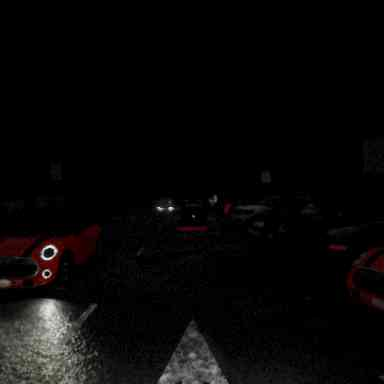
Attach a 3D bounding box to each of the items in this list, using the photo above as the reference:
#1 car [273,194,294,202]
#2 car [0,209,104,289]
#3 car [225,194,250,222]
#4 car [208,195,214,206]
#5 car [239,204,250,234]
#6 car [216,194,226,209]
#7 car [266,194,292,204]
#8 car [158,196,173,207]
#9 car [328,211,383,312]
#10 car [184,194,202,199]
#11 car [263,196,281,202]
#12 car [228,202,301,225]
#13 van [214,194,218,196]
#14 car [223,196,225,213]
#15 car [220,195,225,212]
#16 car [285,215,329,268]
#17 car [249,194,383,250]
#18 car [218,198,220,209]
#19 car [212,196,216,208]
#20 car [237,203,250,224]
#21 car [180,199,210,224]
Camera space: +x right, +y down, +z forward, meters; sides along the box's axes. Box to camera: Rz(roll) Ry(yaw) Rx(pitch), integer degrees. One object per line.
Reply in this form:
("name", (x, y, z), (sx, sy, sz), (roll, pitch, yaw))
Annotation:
("car", (23.981, 1.484, 87.709), (2.435, 2.045, 5.566), (0, -1, -21))
("car", (-4.000, 1.356, 9.322), (2.097, 1.767, 4.553), (0, 0, 0))
("car", (5.333, 1.256, 21.497), (5.566, 2.045, 2.435), (1, 0, -20))
("car", (5.214, 1.582, 48.476), (5.366, 1.575, 1.946), (1, 0, -20))
("car", (5.166, 1.492, 15.438), (5.366, 1.575, 1.946), (1, 0, -20))
("car", (5.422, 1.423, 36.529), (4.553, 1.767, 2.185), (1, 0, -20))
("car", (18.364, 1.420, 70.565), (2.435, 2.045, 5.566), (0, 1, -21))
("car", (-4.091, 1.465, 52.343), (2.097, 1.767, 4.553), (0, 0, 1))
("car", (5.351, 1.363, 6.505), (4.553, 1.767, 2.185), (1, 0, -20))
("car", (0.116, 1.305, 43.026), (2.150, 2.045, 5.566), (0, 0, 0))
("car", (20.958, 1.763, 87.625), (2.163, 1.488, 4.792), (0, -1, -21))
("car", (5.338, 1.543, 24.496), (4.792, 1.488, 2.163), (1, 0, -20))
("van", (5.504, 1.343, 42.578), (4.442, 1.987, 1.878), (1, 0, -20))
("car", (5.340, 1.395, 27.511), (4.553, 1.767, 2.185), (1, 0, -20))
("car", (5.347, 1.403, 30.512), (4.553, 1.767, 2.185), (1, 0, -20))
("car", (5.321, 1.530, 9.502), (4.674, 1.452, 2.002), (1, 0, -20))
("car", (5.322, 1.242, 12.480), (5.566, 2.045, 2.435), (1, 0, -20))
("car", (5.385, 1.579, 33.520), (4.674, 1.452, 2.002), (1, 0, -20))
("car", (5.384, 1.557, 39.532), (5.008, 1.535, 2.097), (1, 0, -20))
("car", (5.319, 1.531, 18.495), (4.792, 1.488, 2.163), (1, 0, -20))
("car", (0.112, 1.508, 25.220), (1.882, 1.535, 5.008), (0, 0, 0))
